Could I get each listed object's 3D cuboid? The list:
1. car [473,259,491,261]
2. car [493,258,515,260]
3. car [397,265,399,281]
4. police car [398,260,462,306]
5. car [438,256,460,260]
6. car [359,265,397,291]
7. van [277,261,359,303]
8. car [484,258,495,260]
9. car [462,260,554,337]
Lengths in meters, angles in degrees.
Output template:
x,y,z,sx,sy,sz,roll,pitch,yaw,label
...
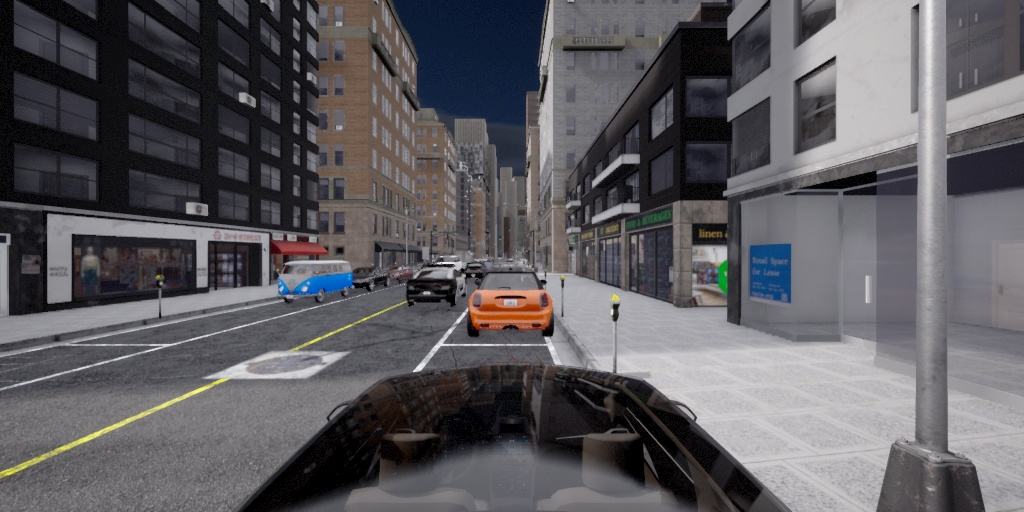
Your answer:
x,y,z,sx,sy,sz,roll,pitch,yaw,label
-3.055,1.260,30.710,1.837,1.490,4.892,0,0,0,car
-0.288,1.193,27.330,1.967,1.591,4.097,0,0,0,car
-8.813,1.335,27.331,1.802,1.307,4.207,0,0,0,car
-3.144,1.176,15.833,1.930,1.638,5.238,0,0,0,police car
-6.244,0.977,34.967,2.150,2.045,5.566,0,0,1,car
-8.813,1.318,21.829,1.948,1.339,4.313,0,0,0,car
-8.813,1.092,16.328,1.690,1.789,3.998,0,0,0,van
-3.056,1.323,45.023,1.994,1.385,4.181,0,0,0,car
-0.033,1.103,10.470,2.097,1.767,4.553,0,0,0,car
